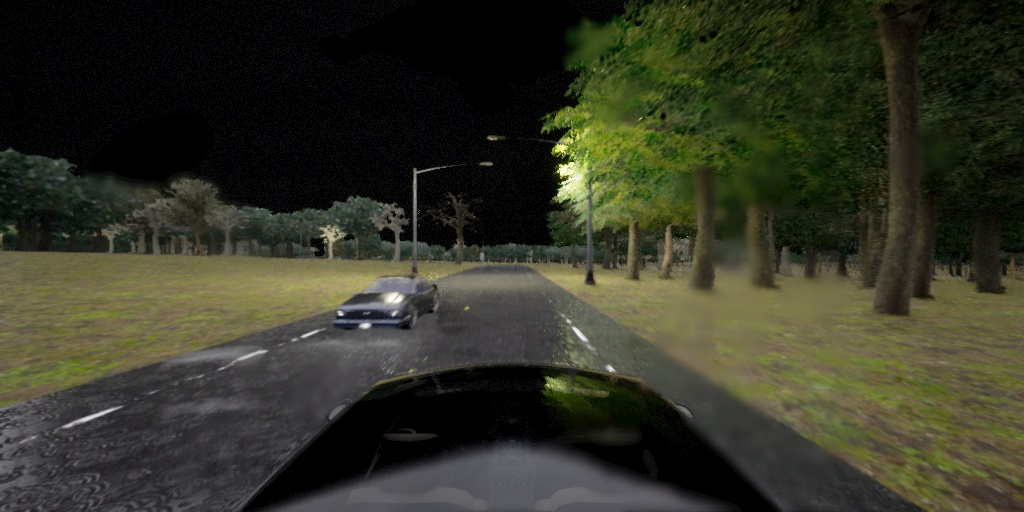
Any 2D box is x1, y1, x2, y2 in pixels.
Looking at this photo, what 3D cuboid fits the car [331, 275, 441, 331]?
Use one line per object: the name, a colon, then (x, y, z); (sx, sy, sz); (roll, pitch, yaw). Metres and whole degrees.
car: (-3.597, 1.331, 11.456); (2.033, 1.411, 5.357); (0, 0, 0)
